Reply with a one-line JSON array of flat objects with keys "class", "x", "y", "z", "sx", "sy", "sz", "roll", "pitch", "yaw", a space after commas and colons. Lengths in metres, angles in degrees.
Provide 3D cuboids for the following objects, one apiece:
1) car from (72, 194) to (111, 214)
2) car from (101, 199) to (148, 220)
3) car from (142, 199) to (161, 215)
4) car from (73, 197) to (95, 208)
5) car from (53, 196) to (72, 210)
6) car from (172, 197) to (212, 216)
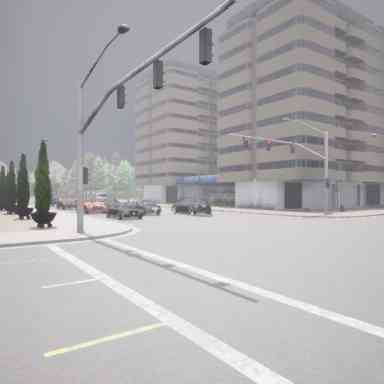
[{"class": "car", "x": -10.744, "y": 1.352, "z": 35.403, "sx": 2.097, "sy": 1.767, "sz": 4.553, "roll": 0, "pitch": 0, "yaw": -35}, {"class": "car", "x": -5.788, "y": 1.564, "z": 28.270, "sx": 1.994, "sy": 1.385, "sz": 4.181, "roll": 0, "pitch": 0, "yaw": -35}, {"class": "car", "x": -4.811, "y": 1.492, "z": 32.993, "sx": 2.128, "sy": 1.511, "sz": 4.902, "roll": 0, "pitch": 0, "yaw": -35}, {"class": "car", "x": -15.943, "y": 1.505, "z": 49.045, "sx": 1.837, "sy": 1.490, "sz": 4.892, "roll": 0, "pitch": 0, "yaw": -34}, {"class": "car", "x": -16.384, "y": 1.526, "z": 43.536, "sx": 1.812, "sy": 1.442, "sz": 4.674, "roll": 0, "pitch": 0, "yaw": -35}, {"class": "car", "x": -0.103, "y": 1.352, "z": 32.705, "sx": 2.097, "sy": 1.767, "sz": 4.553, "roll": 0, "pitch": 0, "yaw": -35}]
